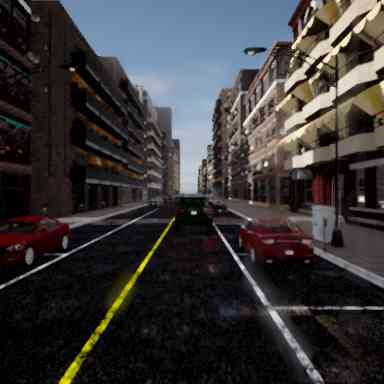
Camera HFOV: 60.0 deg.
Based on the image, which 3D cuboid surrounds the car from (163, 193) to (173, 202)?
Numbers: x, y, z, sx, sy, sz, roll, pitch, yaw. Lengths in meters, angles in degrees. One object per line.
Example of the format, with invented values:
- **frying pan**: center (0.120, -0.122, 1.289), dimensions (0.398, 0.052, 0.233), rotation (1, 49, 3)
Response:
- **car**: center (-5.670, 1.274, 79.065), dimensions (2.192, 1.841, 5.009), rotation (0, 0, 0)

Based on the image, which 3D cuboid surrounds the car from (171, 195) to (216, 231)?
- **car**: center (0.105, 1.213, 20.638), dimensions (2.150, 2.045, 5.566), rotation (0, 0, 0)

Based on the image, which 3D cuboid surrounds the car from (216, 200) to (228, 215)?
- **car**: center (2.699, 1.535, 33.968), dimensions (2.008, 1.369, 4.403), rotation (0, 0, 0)

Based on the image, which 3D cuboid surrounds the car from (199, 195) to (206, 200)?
- **car**: center (2.713, 1.534, 90.331), dimensions (1.802, 1.307, 4.206), rotation (0, 0, 0)

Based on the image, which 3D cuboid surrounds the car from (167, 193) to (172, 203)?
- **car**: center (-5.673, 1.510, 67.792), dimensions (1.887, 1.381, 4.507), rotation (0, 0, 0)

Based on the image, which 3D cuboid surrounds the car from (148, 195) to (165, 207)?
- **car**: center (-5.677, 1.526, 50.883), dimensions (2.008, 1.369, 4.403), rotation (0, 0, 0)

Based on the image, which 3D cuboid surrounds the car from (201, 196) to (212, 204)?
- **car**: center (2.706, 1.534, 62.150), dimensions (1.947, 1.339, 4.313), rotation (0, 0, 0)

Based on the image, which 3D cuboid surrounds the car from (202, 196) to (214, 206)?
- **car**: center (2.705, 1.497, 56.683), dimensions (1.752, 1.417, 4.829), rotation (0, 0, 0)

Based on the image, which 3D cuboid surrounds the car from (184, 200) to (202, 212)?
- **car**: center (0.109, 1.583, 38.899), dimensions (1.895, 1.301, 4.718), rotation (0, 0, 0)

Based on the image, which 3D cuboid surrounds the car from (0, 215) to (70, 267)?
- **car**: center (-5.687, 1.540, 11.430), dimensions (1.887, 1.381, 4.507), rotation (0, 0, 0)

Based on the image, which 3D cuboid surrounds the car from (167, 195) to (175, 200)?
- **car**: center (-5.668, 1.478, 90.167), dimensions (1.752, 1.417, 4.829), rotation (0, 0, 0)

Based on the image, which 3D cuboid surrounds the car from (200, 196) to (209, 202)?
- **car**: center (2.709, 1.544, 73.422), dimensions (1.802, 1.307, 4.206), rotation (0, 0, 0)

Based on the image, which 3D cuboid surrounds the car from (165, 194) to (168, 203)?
- **car**: center (-5.676, 1.523, 56.520), dimensions (2.008, 1.369, 4.403), rotation (0, 0, 0)

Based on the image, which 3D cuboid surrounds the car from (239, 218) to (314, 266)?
- **car**: center (2.694, 1.540, 11.424), dimensions (1.887, 1.381, 4.507), rotation (0, 0, 0)
